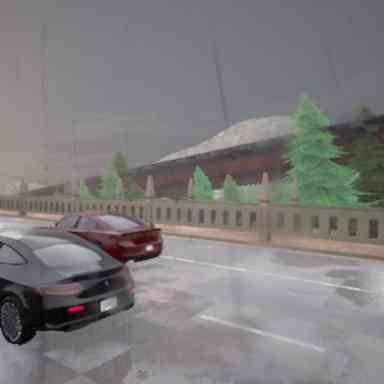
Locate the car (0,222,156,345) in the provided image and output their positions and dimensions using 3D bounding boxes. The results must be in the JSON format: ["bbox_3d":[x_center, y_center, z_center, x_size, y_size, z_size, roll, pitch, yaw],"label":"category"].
[{"bbox_3d":[-3.083,1.432,6.188,4.674,1.442,1.812,1,1,35],"label":"car"}]

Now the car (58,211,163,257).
[{"bbox_3d":[-3.177,1.343,10.553,5.008,1.535,1.882,1,1,35],"label":"car"}]
